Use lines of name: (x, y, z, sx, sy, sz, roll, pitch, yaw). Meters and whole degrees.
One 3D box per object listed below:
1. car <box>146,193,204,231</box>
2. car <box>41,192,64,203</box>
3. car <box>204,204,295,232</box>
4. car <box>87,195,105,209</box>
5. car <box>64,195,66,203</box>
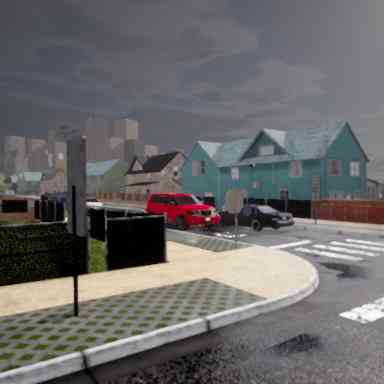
car: (-0.772, 1.102, 20.254, 2.150, 2.045, 5.566, -1, 1, -36)
car: (-19.749, 0.845, 46.177, 1.837, 1.490, 4.892, -1, 1, -36)
car: (3.350, 1.412, 19.474, 2.033, 1.411, 5.357, -1, 1, -36)
car: (-10.280, 1.280, 33.161, 1.812, 1.442, 4.674, -1, 1, -36)
car: (-20.507, 1.113, 51.850, 1.994, 1.385, 4.181, -1, 1, -36)
